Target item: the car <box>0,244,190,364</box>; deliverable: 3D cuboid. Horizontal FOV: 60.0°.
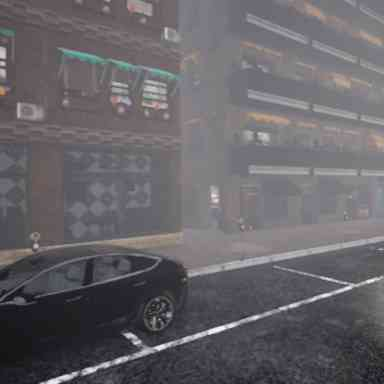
[{"bbox_3d":[-2.032,1.560,5.121,4.313,1.339,1.947,0,-1,-35],"label":"car"}]
